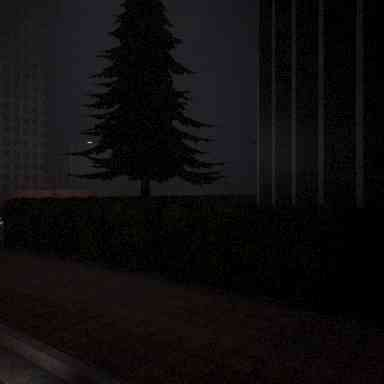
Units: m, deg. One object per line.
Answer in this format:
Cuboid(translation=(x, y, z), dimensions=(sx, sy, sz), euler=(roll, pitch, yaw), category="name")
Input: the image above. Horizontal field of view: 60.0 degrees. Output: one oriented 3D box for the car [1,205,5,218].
Cuboid(translation=(-13.066, 1.560, 28.373), dimensions=(1.837, 1.490, 4.892), euler=(0, 0, 36), category="car")
